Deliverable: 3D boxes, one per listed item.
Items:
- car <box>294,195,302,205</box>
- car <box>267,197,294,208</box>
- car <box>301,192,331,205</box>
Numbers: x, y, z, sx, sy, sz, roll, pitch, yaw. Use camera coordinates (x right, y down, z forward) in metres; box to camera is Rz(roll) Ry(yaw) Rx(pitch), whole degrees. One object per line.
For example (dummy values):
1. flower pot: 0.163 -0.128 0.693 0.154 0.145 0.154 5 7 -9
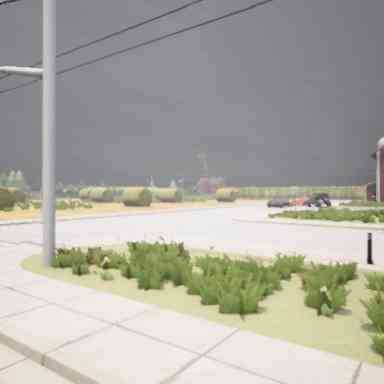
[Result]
1. car: 17.059 1.264 52.021 2.097 1.767 4.553 0 0 34
2. car: 11.436 1.420 43.803 1.994 1.385 4.181 -1 -1 36
3. car: 16.758 1.072 44.225 1.905 1.878 3.866 -6 -1 -8
